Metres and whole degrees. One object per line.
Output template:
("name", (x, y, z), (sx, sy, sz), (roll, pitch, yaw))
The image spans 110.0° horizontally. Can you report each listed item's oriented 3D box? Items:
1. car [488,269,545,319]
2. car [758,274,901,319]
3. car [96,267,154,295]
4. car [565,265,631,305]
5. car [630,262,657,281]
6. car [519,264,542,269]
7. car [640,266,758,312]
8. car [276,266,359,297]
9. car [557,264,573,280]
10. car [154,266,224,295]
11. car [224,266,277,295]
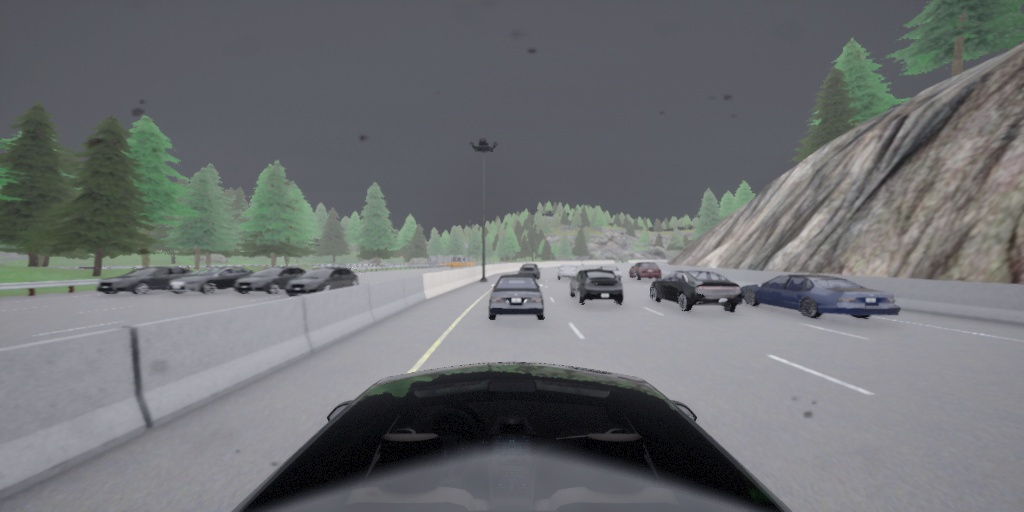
("car", (0.186, 1.370, 13.125), (2.033, 1.411, 5.357), (0, 0, 1))
("car", (10.686, 1.372, 13.127), (2.033, 1.411, 5.357), (0, 0, 1))
("car", (-20.680, 1.371, 20.774), (1.837, 1.490, 4.892), (0, -1, 3))
("car", (3.827, 1.351, 16.774), (1.837, 1.490, 4.892), (0, 0, 2))
("car", (12.254, 1.305, 33.226), (2.097, 1.767, 4.553), (0, 0, 7))
("car", (1.714, 1.457, 33.560), (1.837, 1.490, 4.892), (0, 0, 7))
("car", (7.241, 1.325, 14.632), (2.128, 1.511, 4.902), (0, 0, 1))
("car", (-10.227, 1.367, 19.756), (1.837, 1.490, 4.892), (0, -1, 3))
("car", (5.365, 1.485, 34.642), (1.812, 1.442, 4.674), (0, 0, 7))
("car", (-17.167, 1.359, 20.947), (2.128, 1.511, 4.902), (0, 0, 4))
("car", (-13.660, 1.375, 20.918), (1.837, 1.490, 4.892), (0, -1, 4))
